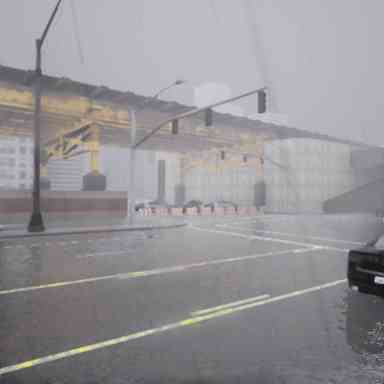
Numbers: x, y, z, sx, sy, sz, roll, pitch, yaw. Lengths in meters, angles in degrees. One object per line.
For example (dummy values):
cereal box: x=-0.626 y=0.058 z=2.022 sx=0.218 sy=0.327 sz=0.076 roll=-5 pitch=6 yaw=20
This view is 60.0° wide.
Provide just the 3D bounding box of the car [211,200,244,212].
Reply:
car: x=4.129 y=1.622 z=42.536 sx=4.536 sy=1.218 sz=1.853 roll=1 pitch=0 yaw=-7

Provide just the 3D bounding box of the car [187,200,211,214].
car: x=0.282 y=1.718 z=38.770 sx=2.038 sy=1.542 sz=4.974 roll=0 pitch=0 yaw=18

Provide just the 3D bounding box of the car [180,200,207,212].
car: x=0.299 y=1.561 z=38.821 sx=1.853 sy=1.218 sz=4.536 roll=0 pitch=0 yaw=18

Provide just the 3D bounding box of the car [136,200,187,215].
car: x=-3.454 y=1.664 z=36.073 sx=4.974 sy=1.542 sz=2.038 roll=0 pitch=0 yaw=8

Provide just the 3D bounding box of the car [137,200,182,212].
car: x=-3.504 y=1.506 z=36.081 sx=4.536 sy=1.218 sz=1.853 roll=0 pitch=0 yaw=8

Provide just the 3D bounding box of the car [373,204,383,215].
car: x=23.241 y=2.027 z=38.799 sx=5.357 sy=1.411 sz=2.033 roll=1 pitch=0 yaw=-37

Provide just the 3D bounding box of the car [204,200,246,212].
car: x=4.179 y=1.780 z=42.542 sx=4.974 sy=1.542 sz=2.038 roll=1 pitch=0 yaw=-7

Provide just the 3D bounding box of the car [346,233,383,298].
car: x=5.652 y=1.582 z=7.822 sx=5.008 sy=1.535 sz=1.882 roll=1 pitch=-1 yaw=-36
